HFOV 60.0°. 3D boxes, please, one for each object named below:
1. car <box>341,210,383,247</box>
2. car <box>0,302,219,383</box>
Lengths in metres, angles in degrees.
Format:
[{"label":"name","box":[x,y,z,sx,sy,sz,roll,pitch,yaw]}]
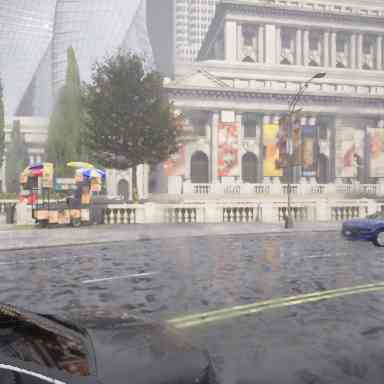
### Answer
[{"label":"car","box":[9.071,1.477,14.713,5.008,1.535,1.882,0,0,-13]},{"label":"car","box":[-2.005,1.504,2.159,4.892,1.490,1.837,0,0,-35]}]
